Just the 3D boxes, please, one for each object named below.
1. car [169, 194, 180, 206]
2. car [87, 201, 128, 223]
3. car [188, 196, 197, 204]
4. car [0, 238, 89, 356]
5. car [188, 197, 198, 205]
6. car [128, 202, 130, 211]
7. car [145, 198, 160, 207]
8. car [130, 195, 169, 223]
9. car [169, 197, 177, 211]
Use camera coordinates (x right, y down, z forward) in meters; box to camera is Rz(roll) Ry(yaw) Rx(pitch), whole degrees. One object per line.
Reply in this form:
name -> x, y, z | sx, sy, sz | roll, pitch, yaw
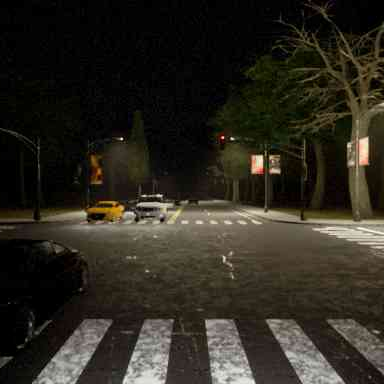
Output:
car -> -3.211, 1.352, 57.088 | 2.150, 2.045, 5.566 | 0, 0, 0
car -> -6.550, 1.480, 25.540 | 1.882, 1.535, 5.008 | 0, 0, 0
car -> 0.197, 1.730, 72.625 | 1.882, 1.535, 5.008 | 0, 0, 0
car -> -3.338, 1.560, 5.888 | 1.994, 1.385, 4.181 | 0, 0, 0
car -> 0.227, 1.665, 62.258 | 2.128, 1.511, 4.902 | 0, 0, 0
car -> -6.520, 1.592, 38.466 | 1.994, 1.385, 4.181 | 0, 0, 0
car -> -6.474, 1.715, 54.544 | 1.895, 1.301, 4.718 | 0, 0, 0
car -> -3.178, 1.224, 26.046 | 2.150, 2.045, 5.566 | 0, 0, -2
car -> -3.262, 1.642, 42.051 | 1.895, 1.301, 4.718 | 0, 0, 0
